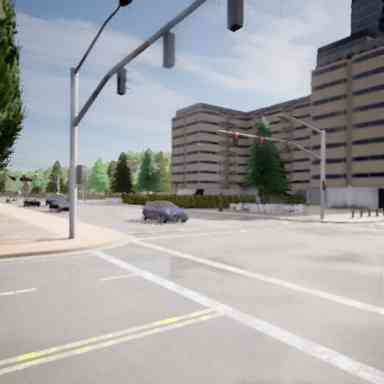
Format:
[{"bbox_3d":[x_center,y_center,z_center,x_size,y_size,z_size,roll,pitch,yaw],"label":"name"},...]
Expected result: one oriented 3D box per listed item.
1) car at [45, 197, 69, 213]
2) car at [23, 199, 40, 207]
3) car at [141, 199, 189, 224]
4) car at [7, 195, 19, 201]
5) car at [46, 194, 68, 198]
[{"bbox_3d":[-15.051,1.653,38.418,2.033,1.411,5.357,1,0,-36],"label":"car"},{"bbox_3d":[-25.560,1.705,53.034,1.895,1.301,4.718,1,0,-36],"label":"car"},{"bbox_3d":[-2.202,1.496,26.396,2.097,1.767,4.553,1,0,-36],"label":"car"},{"bbox_3d":[-37.448,1.382,69.583,2.097,1.767,4.553,1,0,-36],"label":"car"},{"bbox_3d":[-22.848,1.370,55.267,2.150,2.045,5.566,1,0,-36],"label":"car"}]
